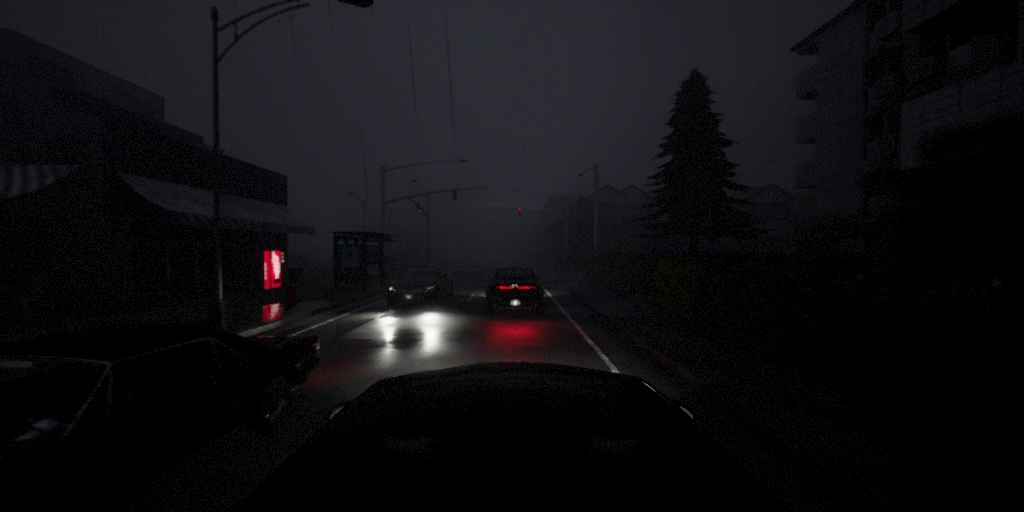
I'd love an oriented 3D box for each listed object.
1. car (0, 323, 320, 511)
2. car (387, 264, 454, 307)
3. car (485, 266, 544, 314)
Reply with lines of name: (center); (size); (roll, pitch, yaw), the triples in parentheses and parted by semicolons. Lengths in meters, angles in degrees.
car: (-3.596, 1.336, 2.742); (1.895, 1.301, 4.718); (0, 1, 0)
car: (-3.522, 1.085, 14.535); (1.812, 1.442, 4.674); (0, 1, 0)
car: (0.083, 1.087, 12.939); (1.837, 1.490, 4.892); (0, 1, 0)
